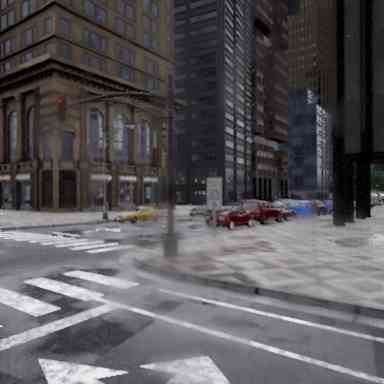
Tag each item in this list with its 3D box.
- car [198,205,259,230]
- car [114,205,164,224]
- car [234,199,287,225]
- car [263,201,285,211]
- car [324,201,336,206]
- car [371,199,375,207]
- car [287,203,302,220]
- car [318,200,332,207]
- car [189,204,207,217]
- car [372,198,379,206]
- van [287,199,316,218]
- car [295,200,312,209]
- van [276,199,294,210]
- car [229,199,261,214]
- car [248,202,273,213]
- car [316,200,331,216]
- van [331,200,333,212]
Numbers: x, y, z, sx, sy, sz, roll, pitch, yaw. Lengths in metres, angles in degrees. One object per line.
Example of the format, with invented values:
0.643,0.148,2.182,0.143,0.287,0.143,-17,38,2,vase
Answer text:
2.643,1.825,23.146,1.887,1.381,4.507,-1,-1,36,car
-4.382,1.825,27.982,1.752,1.417,4.829,-1,-1,36,car
5.609,1.665,27.283,2.192,1.841,5.009,-1,-1,36,car
12.784,2.140,51.955,1.967,1.590,4.097,-1,-1,36,car
33.946,2.755,81.503,1.802,1.307,4.206,-1,-1,36,car
38.154,2.659,72.737,1.947,1.339,4.313,-1,-1,36,car
8.577,2.001,31.410,1.802,1.307,4.206,-1,-1,36,car
30.815,2.651,77.132,1.887,1.381,4.507,-1,-1,36,car
1.406,1.986,36.064,2.008,1.369,4.403,-1,-1,36,car
41.183,2.709,76.966,2.008,1.369,4.403,-1,-1,36,car
11.542,1.830,35.548,1.690,1.788,3.998,-1,-1,36,van
21.422,2.337,64.017,1.967,1.590,4.097,-1,-1,36,car
15.628,2.106,55.930,1.690,1.788,3.998,-1,-1,36,van
7.094,1.883,44.014,2.192,1.841,5.009,-1,-1,36,car
9.940,2.179,47.981,1.887,1.381,4.507,-1,-1,36,car
14.508,1.873,39.681,2.192,1.841,5.009,-1,-1,36,car
20.442,2.035,47.945,1.690,1.788,3.998,-1,-1,36,van
